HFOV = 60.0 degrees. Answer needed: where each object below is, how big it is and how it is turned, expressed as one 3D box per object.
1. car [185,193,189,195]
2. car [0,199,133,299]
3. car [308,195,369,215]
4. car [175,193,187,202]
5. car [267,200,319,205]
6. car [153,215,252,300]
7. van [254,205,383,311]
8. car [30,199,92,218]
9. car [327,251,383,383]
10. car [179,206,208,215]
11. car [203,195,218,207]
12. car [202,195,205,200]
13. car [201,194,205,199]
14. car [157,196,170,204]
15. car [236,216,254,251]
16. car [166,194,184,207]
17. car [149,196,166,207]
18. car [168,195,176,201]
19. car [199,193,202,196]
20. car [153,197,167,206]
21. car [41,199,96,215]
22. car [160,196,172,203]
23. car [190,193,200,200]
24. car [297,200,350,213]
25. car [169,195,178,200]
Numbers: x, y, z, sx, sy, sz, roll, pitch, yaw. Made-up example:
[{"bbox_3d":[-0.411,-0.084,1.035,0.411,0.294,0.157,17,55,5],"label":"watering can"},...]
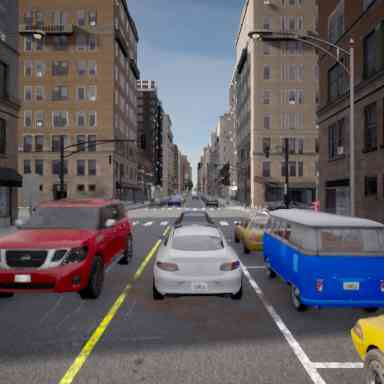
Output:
[{"bbox_3d":[-2.326,1.347,72.011,2.097,1.767,4.553,0,0,1],"label":"car"},{"bbox_3d":[-3.040,1.222,8.821,2.150,2.045,5.566,0,0,1],"label":"car"},{"bbox_3d":[15.598,1.350,35.539,5.566,2.045,2.150,0,-1,0],"label":"car"},{"bbox_3d":[-2.533,1.472,61.883,1.882,1.535,5.008,0,0,1],"label":"car"},{"bbox_3d":[9.621,1.560,32.128,4.892,1.490,1.837,0,-1,0],"label":"car"},{"bbox_3d":[0.086,1.526,8.293,1.812,1.442,4.674,0,0,-1],"label":"car"},{"bbox_3d":[2.686,1.341,7.445,1.690,1.788,3.998,1,0,0],"label":"van"},{"bbox_3d":[-11.238,1.408,28.692,4.674,1.442,1.812,1,-1,5],"label":"car"},{"bbox_3d":[2.678,1.525,1.941,1.752,1.417,4.829,1,0,0],"label":"car"},{"bbox_3d":[0.110,1.564,15.629,1.994,1.385,4.181,0,0,0],"label":"car"},{"bbox_3d":[3.052,1.562,50.782,1.947,1.339,4.313,1,0,1],"label":"car"},{"bbox_3d":[3.130,1.540,56.312,1.887,1.381,4.507,1,0,1],"label":"car"},{"bbox_3d":[3.207,1.545,61.842,2.008,1.369,4.403,1,0,1],"label":"car"},{"bbox_3d":[-5.318,1.546,61.954,2.008,1.369,4.403,1,0,1],"label":"car"},{"bbox_3d":[2.692,1.525,13.288,1.752,1.417,4.829,1,0,0],"label":"car"},{"bbox_3d":[-2.693,1.475,52.224,1.882,1.535,5.008,0,0,1],"label":"car"},{"bbox_3d":[-5.473,1.580,50.897,1.802,1.307,4.206,1,0,1],"label":"car"},{"bbox_3d":[-5.010,1.513,83.900,1.752,1.417,4.829,1,0,1],"label":"car"},{"bbox_3d":[3.594,1.535,89.493,2.008,1.369,4.403,1,0,1],"label":"car"},{"bbox_3d":[-5.395,1.562,56.426,1.947,1.339,4.313,1,0,1],"label":"car"},{"bbox_3d":[-11.922,1.438,32.306,4.674,1.442,1.812,1,-1,0],"label":"car"},{"bbox_3d":[-5.240,1.538,67.483,1.887,1.381,4.507,1,0,1],"label":"car"},{"bbox_3d":[0.951,1.508,91.829,1.812,1.442,4.674,0,0,1],"label":"car"},{"bbox_3d":[15.247,1.706,38.787,5.357,1.411,2.033,0,-1,0],"label":"car"},{"bbox_3d":[-4.931,1.551,89.598,1.947,1.339,4.313,1,0,1],"label":"car"}]
